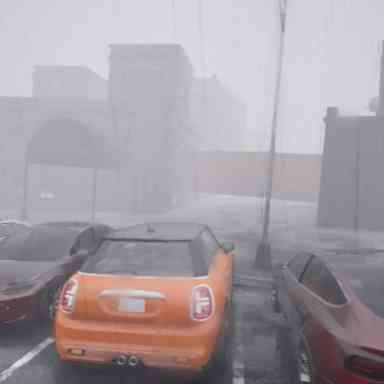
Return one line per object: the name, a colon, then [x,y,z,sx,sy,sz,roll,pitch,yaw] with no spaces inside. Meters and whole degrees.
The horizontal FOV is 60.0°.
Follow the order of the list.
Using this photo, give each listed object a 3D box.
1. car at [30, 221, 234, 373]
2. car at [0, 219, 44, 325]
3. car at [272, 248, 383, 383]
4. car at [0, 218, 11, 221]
car: [-0.371,1.297,5.822,2.185,1.767,4.553,0,0,8]
car: [-2.968,1.432,7.212,2.163,1.488,4.792,1,0,8]
car: [2.239,1.474,4.489,2.163,1.488,4.792,0,0,8]
car: [-5.569,1.422,8.631,2.002,1.452,4.674,1,0,8]
